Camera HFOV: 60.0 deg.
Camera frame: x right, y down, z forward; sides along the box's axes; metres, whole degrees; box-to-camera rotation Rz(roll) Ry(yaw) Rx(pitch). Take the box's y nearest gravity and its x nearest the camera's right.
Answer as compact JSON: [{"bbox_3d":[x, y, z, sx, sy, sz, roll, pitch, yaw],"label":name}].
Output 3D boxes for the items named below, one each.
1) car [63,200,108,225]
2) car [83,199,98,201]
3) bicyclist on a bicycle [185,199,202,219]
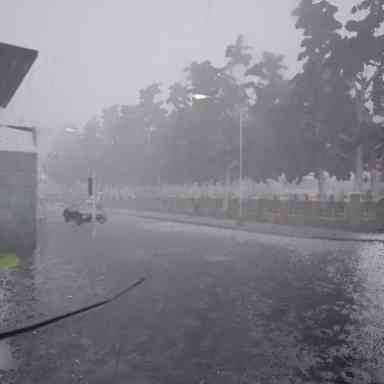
[{"bbox_3d":[-7.926,1.560,24.336,2.033,1.411,5.357,0,0,-35],"label":"car"},{"bbox_3d":[-11.321,1.497,36.292,1.882,1.535,5.008,0,0,-35],"label":"car"},{"bbox_3d":[0.138,1.375,27.473,1.656,1.620,0.582,0,0,-36],"label":"bicyclist on a bicycle"}]
